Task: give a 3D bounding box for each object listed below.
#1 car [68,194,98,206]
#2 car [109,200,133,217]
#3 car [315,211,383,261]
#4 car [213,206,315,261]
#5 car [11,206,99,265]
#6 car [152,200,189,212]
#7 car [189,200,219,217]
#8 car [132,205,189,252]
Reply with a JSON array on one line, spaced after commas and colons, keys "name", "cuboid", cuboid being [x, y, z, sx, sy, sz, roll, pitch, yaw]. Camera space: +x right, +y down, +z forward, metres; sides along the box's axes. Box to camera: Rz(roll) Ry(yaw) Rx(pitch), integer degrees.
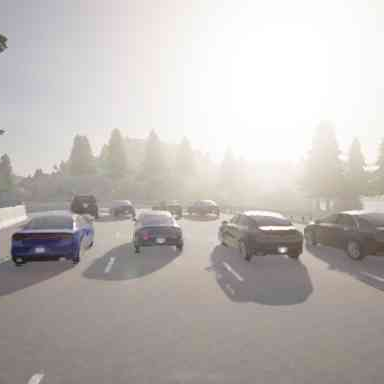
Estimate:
[{"name": "car", "cuboid": [-9.414, 1.202, 28.793, 2.150, 2.045, 5.566, 0, 0, -22]}, {"name": "car", "cuboid": [-6.421, 1.489, 30.571, 1.812, 1.442, 4.674, 0, 0, -22]}, {"name": "car", "cuboid": [5.860, 1.453, 12.152, 1.837, 1.490, 4.892, 0, 0, -8]}, {"name": "car", "cuboid": [2.325, 1.468, 12.269, 1.837, 1.490, 4.892, 0, 0, -9]}, {"name": "car", "cuboid": [-4.669, 1.473, 11.783, 1.882, 1.535, 5.008, 0, 0, -9]}, {"name": "car", "cuboid": [-2.322, 1.439, 29.623, 2.128, 1.511, 4.902, 0, 0, -21]}, {"name": "car", "cuboid": [1.055, 1.456, 30.621, 1.812, 1.442, 4.674, 0, 0, -21]}, {"name": "car", "cuboid": [-1.486, 1.503, 13.834, 1.812, 1.442, 4.674, 0, 0, -10]}]
